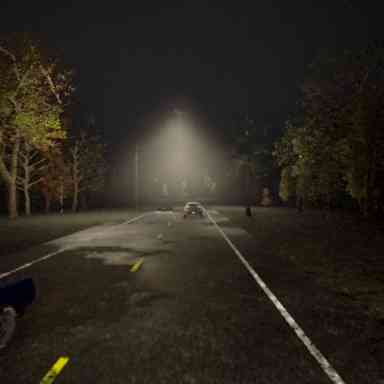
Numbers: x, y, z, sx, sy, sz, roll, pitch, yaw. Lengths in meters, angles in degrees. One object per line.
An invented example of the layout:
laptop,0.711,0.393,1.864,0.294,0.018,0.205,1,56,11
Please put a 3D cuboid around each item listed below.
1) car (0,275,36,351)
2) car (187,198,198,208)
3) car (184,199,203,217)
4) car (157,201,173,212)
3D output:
car,-3.597,1.627,3.465,1.895,1.301,4.718,0,0,0
car,0.137,1.927,58.795,1.837,1.490,4.892,0,0,0
car,0.124,1.770,34.075,1.812,1.442,4.674,0,0,0
car,-3.538,1.882,44.371,1.994,1.385,4.181,0,0,0
